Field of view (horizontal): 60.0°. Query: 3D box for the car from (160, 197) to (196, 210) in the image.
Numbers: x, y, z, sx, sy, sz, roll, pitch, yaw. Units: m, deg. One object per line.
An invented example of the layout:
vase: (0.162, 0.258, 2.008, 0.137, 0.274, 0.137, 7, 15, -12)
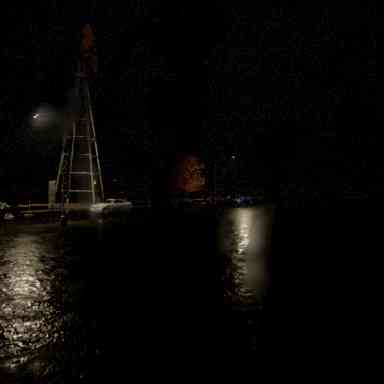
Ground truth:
car: (-1.624, 1.396, 41.903, 2.033, 1.411, 5.357, 1, 1, 37)

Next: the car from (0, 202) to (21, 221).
car: (-15.236, 1.428, 24.338, 1.837, 1.490, 4.892, 1, 0, 40)

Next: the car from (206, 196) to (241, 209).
car: (3.984, 1.419, 44.318, 2.033, 1.411, 5.357, 1, 1, 38)

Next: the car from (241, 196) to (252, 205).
car: (8.227, 1.367, 54.333, 1.812, 1.442, 4.674, 1, 1, 38)

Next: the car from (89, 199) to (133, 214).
car: (-8.066, 1.410, 33.528, 1.812, 1.442, 4.674, 1, 1, 37)
